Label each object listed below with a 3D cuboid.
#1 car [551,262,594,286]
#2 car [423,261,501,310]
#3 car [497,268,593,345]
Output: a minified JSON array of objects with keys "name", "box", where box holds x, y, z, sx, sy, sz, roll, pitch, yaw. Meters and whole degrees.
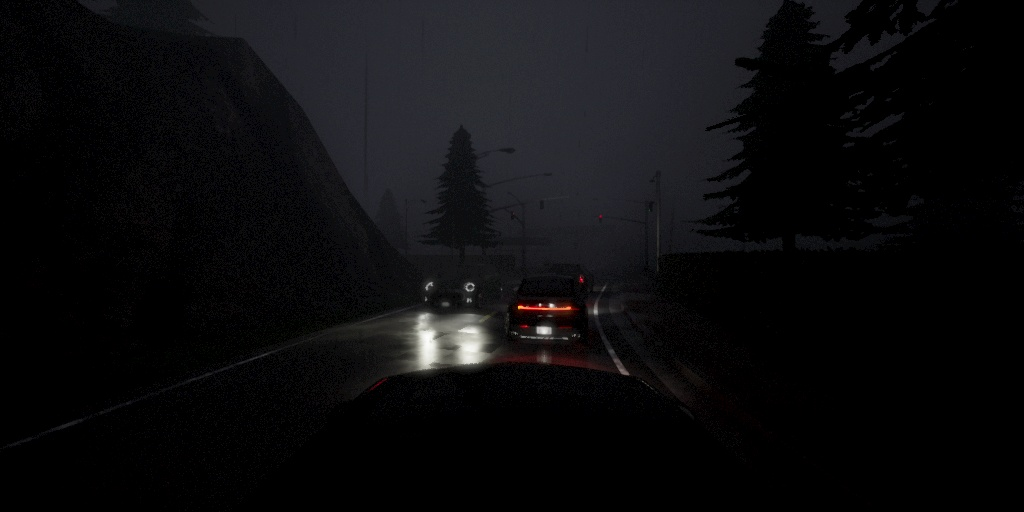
[{"name":"car","box":[3.018,1.097,18.535,2.097,1.767,4.553,0,0,17]},{"name":"car","box":[-1.822,1.098,14.675,2.097,1.767,4.553,0,0,13]},{"name":"car","box":[1.019,1.253,9.614,1.837,1.490,4.892,0,0,9]}]
